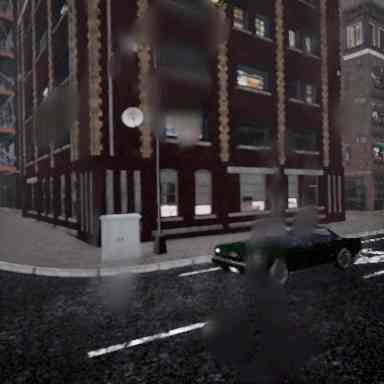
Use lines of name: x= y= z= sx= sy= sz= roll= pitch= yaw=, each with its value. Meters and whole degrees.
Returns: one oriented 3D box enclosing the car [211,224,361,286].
car: x=2.865 y=1.648 z=9.730 sx=4.718 sy=1.301 sz=1.895 roll=0 pitch=0 yaw=-35
